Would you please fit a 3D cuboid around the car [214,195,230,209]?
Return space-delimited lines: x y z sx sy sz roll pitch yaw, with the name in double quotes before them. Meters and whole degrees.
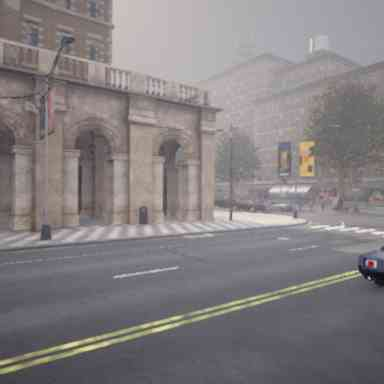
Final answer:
"car" 4.905 1.467 51.567 2.150 2.045 5.566 1 -1 -36

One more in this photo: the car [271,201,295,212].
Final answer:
"car" 10.929 1.844 43.214 1.895 1.301 4.718 1 0 -36

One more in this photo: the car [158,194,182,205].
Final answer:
"car" -4.348 1.466 64.480 2.150 2.045 5.566 1 -1 -35

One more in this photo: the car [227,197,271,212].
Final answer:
"car" 7.185 1.695 42.423 1.882 1.535 5.008 1 0 -36

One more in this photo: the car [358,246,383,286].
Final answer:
"car" 6.242 1.671 8.340 4.718 1.301 1.895 0 0 -36
